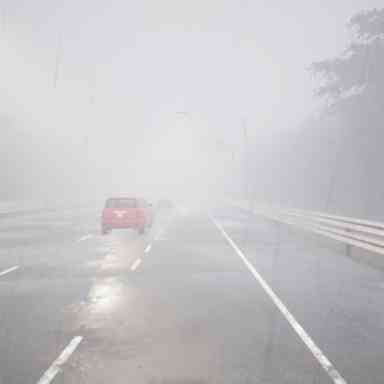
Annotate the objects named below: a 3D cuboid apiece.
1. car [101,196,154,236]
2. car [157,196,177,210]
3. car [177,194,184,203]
[{"bbox_3d":[-3.475,1.226,18.689,2.150,2.045,5.566,0,0,0],"label":"car"},{"bbox_3d":[-3.384,1.470,42.926,1.882,1.535,5.008,0,0,0],"label":"car"},{"bbox_3d":[-3.242,1.491,70.114,1.812,1.442,4.674,0,0,0],"label":"car"}]
